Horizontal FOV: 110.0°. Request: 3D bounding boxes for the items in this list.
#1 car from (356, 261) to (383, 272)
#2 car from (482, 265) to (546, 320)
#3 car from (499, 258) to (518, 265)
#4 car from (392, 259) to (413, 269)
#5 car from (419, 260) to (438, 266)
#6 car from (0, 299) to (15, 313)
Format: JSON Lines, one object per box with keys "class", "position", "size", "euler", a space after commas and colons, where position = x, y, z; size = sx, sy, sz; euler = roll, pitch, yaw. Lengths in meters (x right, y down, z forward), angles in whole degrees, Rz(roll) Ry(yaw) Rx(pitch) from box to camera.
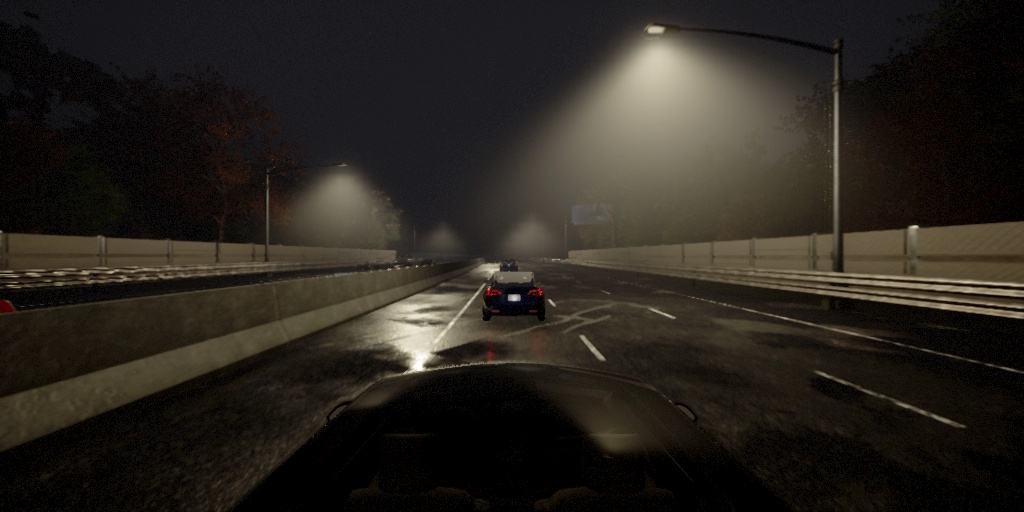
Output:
{"class": "car", "position": [-18.160, 1.324, 45.862], "size": [1.895, 1.301, 4.718], "euler": [0, 0, -1]}
{"class": "car", "position": [0.052, 1.247, 12.644], "size": [2.163, 1.488, 4.792], "euler": [0, 0, 0]}
{"class": "car", "position": [-0.396, 1.073, 42.491], "size": [2.097, 1.767, 4.553], "euler": [0, 0, -1]}
{"class": "car", "position": [-14.717, 1.213, 48.469], "size": [2.128, 1.511, 4.902], "euler": [0, 0, -1]}
{"class": "car", "position": [-11.215, 1.226, 48.342], "size": [1.837, 1.490, 4.892], "euler": [0, -1, -1]}
{"class": "car", "position": [-10.613, 1.102, 5.002], "size": [2.097, 1.767, 4.553], "euler": [0, 0, 0]}
